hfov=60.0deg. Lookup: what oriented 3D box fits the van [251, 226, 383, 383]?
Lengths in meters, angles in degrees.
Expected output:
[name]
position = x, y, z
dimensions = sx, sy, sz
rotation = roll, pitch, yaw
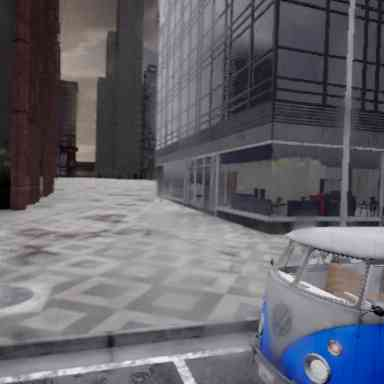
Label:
[van]
position = 2.742, 1.311, 3.847
dimensions = 3.998, 1.788, 1.690
rotation = 1, 1, -17
